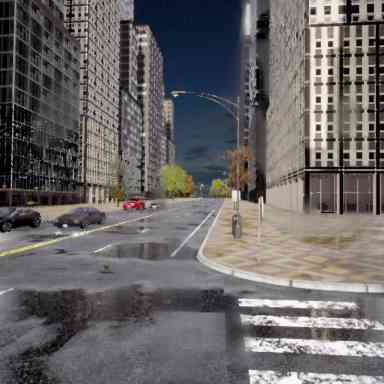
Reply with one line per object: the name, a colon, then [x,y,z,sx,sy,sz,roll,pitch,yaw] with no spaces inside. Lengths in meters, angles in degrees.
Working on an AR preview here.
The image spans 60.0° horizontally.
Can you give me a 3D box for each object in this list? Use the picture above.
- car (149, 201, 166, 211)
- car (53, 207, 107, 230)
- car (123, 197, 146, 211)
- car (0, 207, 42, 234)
car: [-5.039,2.028,49.464,2.128,1.511,4.902,0,-1,7]
car: [-7.838,1.810,23.950,2.033,1.411,5.357,0,-1,6]
car: [-8.383,1.721,48.819,2.150,2.045,5.566,0,-1,7]
car: [-11.434,1.690,20.888,2.128,1.511,4.902,0,-1,6]
